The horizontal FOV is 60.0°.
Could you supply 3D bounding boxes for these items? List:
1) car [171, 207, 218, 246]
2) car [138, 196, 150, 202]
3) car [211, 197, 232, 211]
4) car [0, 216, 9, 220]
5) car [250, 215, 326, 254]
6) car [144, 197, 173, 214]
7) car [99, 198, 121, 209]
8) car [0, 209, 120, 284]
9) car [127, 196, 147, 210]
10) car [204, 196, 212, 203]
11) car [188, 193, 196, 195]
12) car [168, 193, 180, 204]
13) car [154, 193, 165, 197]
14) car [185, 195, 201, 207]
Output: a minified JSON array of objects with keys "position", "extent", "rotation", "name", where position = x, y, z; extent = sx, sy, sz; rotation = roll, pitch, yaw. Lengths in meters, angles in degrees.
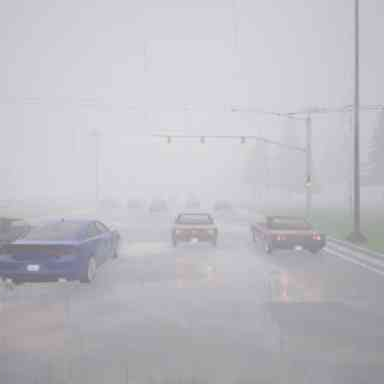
[{"position":[0.095,1.591,15.302],"extent":[1.895,1.301,4.718],"rotation":[0,0,0],"name":"car"},{"position":[-10.525,1.507,72.617],"extent":[1.994,1.385,4.181],"rotation":[0,0,0],"name":"car"},{"position":[3.587,1.577,39.314],"extent":[1.895,1.301,4.718],"rotation":[0,0,0],"name":"car"},{"position":[-6.903,1.593,12.135],"extent":[1.895,1.301,4.718],"rotation":[0,0,0],"name":"car"},{"position":[3.597,1.593,13.461],"extent":[1.895,1.301,4.718],"rotation":[0,0,0],"name":"car"},{"position":[-3.412,1.525,35.144],"extent":[2.033,1.411,5.357],"rotation":[0,0,0],"name":"car"},{"position":[-10.414,1.464,42.475],"extent":[2.128,1.511,4.902],"rotation":[0,0,0],"name":"car"},{"position":[-3.404,1.471,9.610],"extent":[1.882,1.535,5.008],"rotation":[0,0,0],"name":"car"},{"position":[-6.911,1.479,41.605],"extent":[1.837,1.490,4.892],"rotation":[0,0,0],"name":"car"},{"position":[3.476,1.498,69.775],"extent":[2.033,1.411,5.357],"rotation":[0,0,0],"name":"car"},{"position":[-0.025,1.181,72.335],"extent":[2.150,2.045,5.566],"rotation":[0,0,0],"name":"car"},{"position":[-3.522,1.181,64.588],"extent":[2.150,2.045,5.566],"rotation":[0,0,0],"name":"car"},{"position":[-7.024,1.181,71.494],"extent":[2.150,2.045,5.566],"rotation":[0,0,0],"name":"car"},{"position":[0.084,1.499,43.519],"extent":[1.812,1.442,4.674],"rotation":[0,0,0],"name":"car"}]
